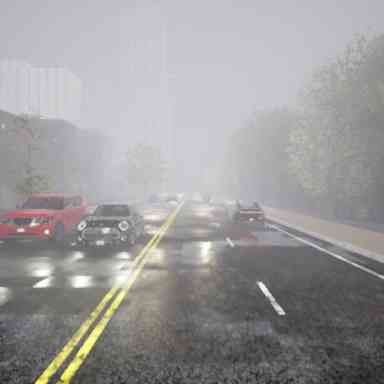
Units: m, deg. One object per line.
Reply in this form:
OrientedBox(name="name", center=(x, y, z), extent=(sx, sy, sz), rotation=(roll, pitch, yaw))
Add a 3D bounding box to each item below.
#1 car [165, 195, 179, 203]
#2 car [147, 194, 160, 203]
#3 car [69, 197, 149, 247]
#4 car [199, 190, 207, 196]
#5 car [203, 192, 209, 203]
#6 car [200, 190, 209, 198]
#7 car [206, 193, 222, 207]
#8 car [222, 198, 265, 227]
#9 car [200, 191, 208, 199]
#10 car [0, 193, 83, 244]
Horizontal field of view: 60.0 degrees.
OrientedBox(name="car", center=(-3.275, 1.130, 55.423), extent=(1.994, 1.385, 4.181), rotation=(0, 0, 1))
OrientedBox(name="car", center=(-6.529, 1.033, 57.031), extent=(1.882, 1.535, 5.008), rotation=(0, 0, 1))
OrientedBox(name="car", center=(-3.339, 1.242, 14.363), extent=(2.097, 1.767, 4.553), rotation=(0, 0, 0))
OrientedBox(name="car", center=(3.261, 0.827, 77.325), extent=(2.033, 1.649, 4.856), rotation=(0, 0, 0))
OrientedBox(name="car", center=(3.258, 1.133, 55.326), extent=(1.994, 1.385, 4.181), rotation=(0, 0, 0))
OrientedBox(name="car", center=(3.262, 0.531, 88.353), extent=(2.150, 2.045, 5.566), rotation=(0, 0, 0))
OrientedBox(name="car", center=(3.257, 1.182, 44.325), extent=(1.812, 1.442, 4.674), rotation=(0, 0, 0))
OrientedBox(name="car", center=(3.353, 1.328, 21.154), extent=(2.128, 1.511, 4.902), rotation=(0, 0, 0))
OrientedBox(name="car", center=(3.259, 0.986, 66.355), extent=(2.163, 1.488, 4.792), rotation=(0, 0, 0))
OrientedBox(name="car", center=(-6.592, 1.101, 15.592), extent=(2.150, 2.045, 5.566), rotation=(0, 1, 0))
